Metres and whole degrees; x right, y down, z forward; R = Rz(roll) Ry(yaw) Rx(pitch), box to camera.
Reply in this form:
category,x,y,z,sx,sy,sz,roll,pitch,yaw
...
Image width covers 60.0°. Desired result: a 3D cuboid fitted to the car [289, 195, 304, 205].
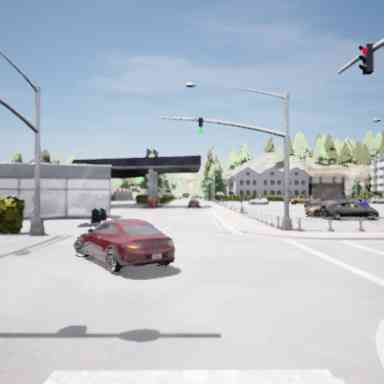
category,x,y,z,sx,sy,sz,roll,pitch,yaw
car,21.432,1.598,65.351,4.605,1.855,1.932,0,0,0

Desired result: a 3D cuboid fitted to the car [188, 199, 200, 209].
category,x,y,z,sx,sy,sz,roll,pitch,yaw
car,0.323,1.891,54.677,1.882,1.535,5.008,0,0,0

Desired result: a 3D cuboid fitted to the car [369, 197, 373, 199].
category,x,y,z,sx,sy,sz,roll,pitch,yaw
car,20.718,1.651,42.899,3.633,1.501,1.845,0,0,0

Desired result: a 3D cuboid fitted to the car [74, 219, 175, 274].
category,x,y,z,sx,sy,sz,roll,pitch,yaw
car,-2.310,1.609,10.997,1.812,1.442,4.674,1,-1,-36

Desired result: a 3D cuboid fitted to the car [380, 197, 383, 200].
category,x,y,z,sx,sy,sz,roll,pitch,yaw
car,38.821,1.637,62.242,5.027,1.636,2.152,0,0,0

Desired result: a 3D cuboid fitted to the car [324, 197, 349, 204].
category,x,y,z,sx,sy,sz,roll,pitch,yaw
car,31.431,1.855,72.308,4.514,1.523,2.007,0,0,0

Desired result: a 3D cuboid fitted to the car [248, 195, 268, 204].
category,x,y,z,sx,sy,sz,roll,pitch,yaw
car,13.558,1.600,68.624,3.866,1.878,1.905,0,0,0

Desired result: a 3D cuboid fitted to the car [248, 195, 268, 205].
category,x,y,z,sx,sy,sz,roll,pitch,yaw
car,12.953,1.859,65.296,3.806,1.475,1.970,0,0,0

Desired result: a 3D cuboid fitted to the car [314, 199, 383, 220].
category,x,y,z,sx,sy,sz,roll,pitch,yaw
car,13.123,1.556,27.903,4.514,1.523,2.007,0,0,0

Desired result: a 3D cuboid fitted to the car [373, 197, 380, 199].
category,x,y,z,sx,sy,sz,roll,pitch,yaw
car,38.486,1.764,68.659,3.806,1.475,1.970,0,0,0

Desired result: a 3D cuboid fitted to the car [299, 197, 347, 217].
category,x,y,z,sx,sy,sz,roll,pitch,yaw
car,13.065,1.570,31.040,5.027,1.636,2.152,0,0,0
